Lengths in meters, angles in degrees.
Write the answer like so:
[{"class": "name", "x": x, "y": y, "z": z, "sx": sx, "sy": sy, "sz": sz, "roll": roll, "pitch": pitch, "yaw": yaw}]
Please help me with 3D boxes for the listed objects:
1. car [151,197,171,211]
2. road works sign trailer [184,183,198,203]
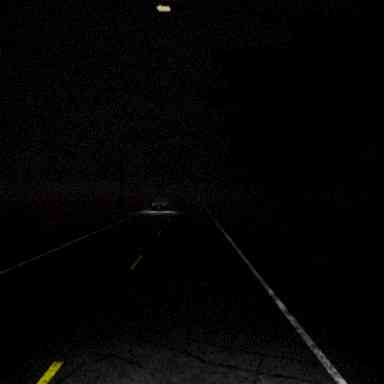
[{"class": "car", "x": -3.593, "y": 1.379, "z": 38.777, "sx": 1.812, "sy": 1.442, "sz": 4.674, "roll": 0, "pitch": 0, "yaw": 0}, {"class": "road works sign trailer", "x": 0.011, "y": 0.183, "z": 61.577, "sx": 2.380, "sy": 3.560, "sz": 2.880, "roll": 0, "pitch": 1, "yaw": 1}]
